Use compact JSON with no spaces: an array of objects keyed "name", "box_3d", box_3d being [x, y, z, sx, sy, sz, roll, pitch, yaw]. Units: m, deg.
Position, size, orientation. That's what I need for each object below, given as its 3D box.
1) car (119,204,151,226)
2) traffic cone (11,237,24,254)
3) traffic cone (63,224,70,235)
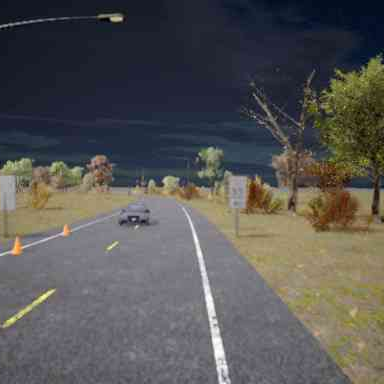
[{"name":"car","box_3d":[-3.812,1.510,22.797,1.994,1.385,4.181,0,0,-5]},{"name":"traffic cone","box_3d":[-6.378,1.931,12.154,0.340,0.580,0.340,0,0,-1]},{"name":"traffic cone","box_3d":[-6.500,1.918,17.128,0.340,0.580,0.340,0,0,-2]}]
